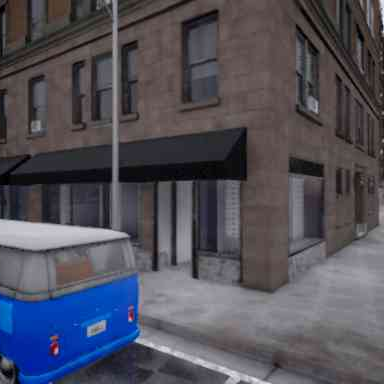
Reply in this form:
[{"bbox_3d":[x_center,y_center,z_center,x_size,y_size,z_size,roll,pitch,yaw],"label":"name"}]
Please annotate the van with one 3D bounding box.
[{"bbox_3d":[-2.618,1.358,4.949,3.998,1.788,1.690,0,0,36],"label":"van"}]
